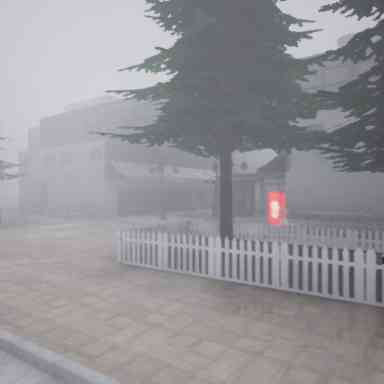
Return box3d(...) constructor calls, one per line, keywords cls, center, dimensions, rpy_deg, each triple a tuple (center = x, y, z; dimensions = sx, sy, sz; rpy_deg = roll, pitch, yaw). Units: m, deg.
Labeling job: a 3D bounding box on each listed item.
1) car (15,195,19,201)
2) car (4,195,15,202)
box3d(cls="car", center=(-28.691, 1.148, 58.667), dimensions=(4.605, 1.855, 1.932), rpy_deg=(0, 0, 35))
box3d(cls="car", center=(-40.207, 1.386, 74.498), dimensions=(4.514, 1.523, 2.007), rpy_deg=(0, 0, 35))
